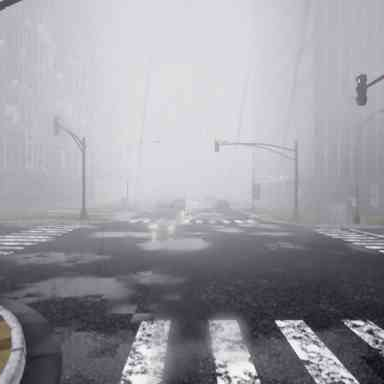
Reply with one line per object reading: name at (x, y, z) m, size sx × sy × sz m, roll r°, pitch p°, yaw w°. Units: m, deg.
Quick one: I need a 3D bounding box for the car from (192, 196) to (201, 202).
car at (0.942, 1.507, 73.102) m, size 1.812 × 1.442 × 4.674 m, roll 0°, pitch 0°, yaw 0°

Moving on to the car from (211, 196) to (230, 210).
car at (3.788, 1.576, 41.822) m, size 1.947 × 1.339 × 4.313 m, roll 0°, pitch 0°, yaw 0°

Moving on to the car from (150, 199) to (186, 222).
car at (-1.973, 1.565, 26.818) m, size 2.033 × 1.411 × 5.357 m, roll 0°, pitch 0°, yaw 5°

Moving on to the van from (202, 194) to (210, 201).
van at (3.447, 1.315, 80.513) m, size 1.690 × 1.788 × 3.998 m, roll 0°, pitch 0°, yaw 0°

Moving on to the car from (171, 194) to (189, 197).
car at (-1.749, 1.496, 52.484) m, size 2.128 × 1.511 × 4.902 m, roll 0°, pitch 0°, yaw 0°

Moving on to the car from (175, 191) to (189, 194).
car at (-1.770, 0.829, 67.540) m, size 2.150 × 2.045 × 5.566 m, roll 0°, pitch 0°, yaw 0°

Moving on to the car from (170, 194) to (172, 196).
car at (-4.308, 1.559, 63.871) m, size 1.947 × 1.339 × 4.313 m, roll 0°, pitch 0°, yaw 0°

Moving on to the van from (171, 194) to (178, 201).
van at (-4.475, 1.309, 85.981) m, size 1.690 × 1.788 × 3.998 m, roll 0°, pitch 0°, yaw 0°

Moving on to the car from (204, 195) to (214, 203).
car at (3.531, 1.427, 69.459) m, size 1.967 × 1.590 × 4.097 m, roll 0°, pitch 0°, yaw 0°

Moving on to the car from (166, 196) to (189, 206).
car at (-1.658, 1.559, 39.935) m, size 2.033 × 1.411 × 5.357 m, roll 0°, pitch 0°, yaw -1°

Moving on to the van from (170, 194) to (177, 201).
van at (-4.433, 1.315, 80.454) m, size 1.690 × 1.788 × 3.998 m, roll 0°, pitch 0°, yaw 0°

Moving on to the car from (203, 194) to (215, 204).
car at (3.572, 1.308, 63.930) m, size 2.192 × 1.841 × 5.009 m, roll 0°, pitch 0°, yaw 0°
